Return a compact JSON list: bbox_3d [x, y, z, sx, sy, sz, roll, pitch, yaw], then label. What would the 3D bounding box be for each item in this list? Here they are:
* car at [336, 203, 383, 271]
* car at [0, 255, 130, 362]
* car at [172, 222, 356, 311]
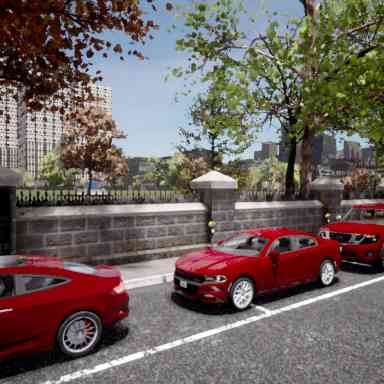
[{"bbox_3d":[6.229,1.316,11.046,5.009,1.841,2.192,0,0,-36],"label":"car"},{"bbox_3d":[-2.915,1.582,4.471,4.206,1.307,1.802,0,0,-36],"label":"car"},{"bbox_3d":[1.656,1.545,7.758,4.507,1.381,1.887,0,0,-36],"label":"car"}]
